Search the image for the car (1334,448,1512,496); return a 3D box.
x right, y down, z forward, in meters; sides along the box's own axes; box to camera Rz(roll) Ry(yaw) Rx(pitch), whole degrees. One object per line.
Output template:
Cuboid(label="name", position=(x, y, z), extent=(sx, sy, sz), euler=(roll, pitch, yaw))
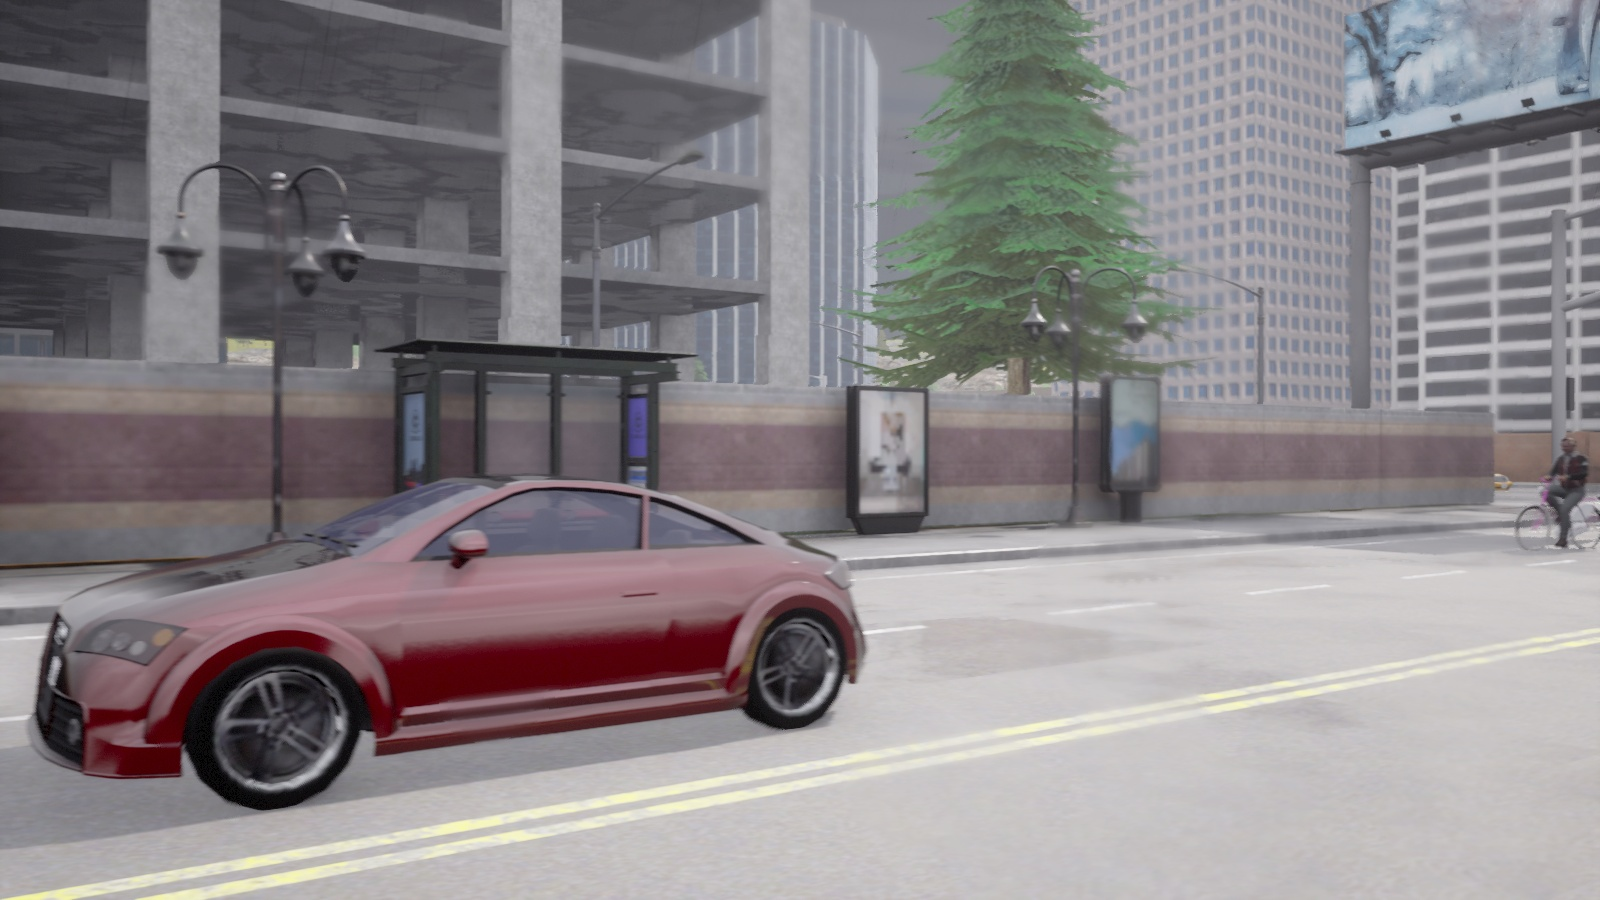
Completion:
Cuboid(label="car", position=(21.742, 0.746, 44.070), extent=(1.801, 1.575, 5.366), euler=(0, 0, -35))

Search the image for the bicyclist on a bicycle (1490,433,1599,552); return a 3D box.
Cuboid(label="bicyclist on a bicycle", position=(11.596, 0.638, 19.334), extent=(1.843, 1.776, 0.659), euler=(0, 0, -20))

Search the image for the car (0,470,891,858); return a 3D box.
Cuboid(label="car", position=(-1.779, 0.829, 6.678), extent=(4.181, 1.385, 1.994), euler=(0, 0, -34))
